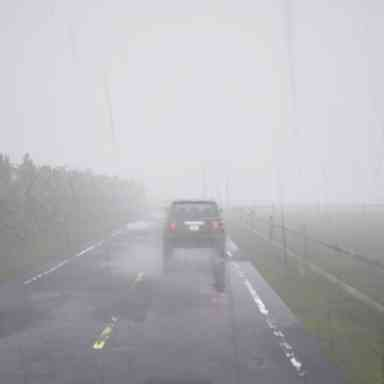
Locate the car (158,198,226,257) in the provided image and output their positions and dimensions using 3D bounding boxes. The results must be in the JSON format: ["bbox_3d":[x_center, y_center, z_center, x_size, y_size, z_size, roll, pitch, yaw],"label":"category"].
[{"bbox_3d":[0.083,1.255,13.303,2.150,2.045,5.566,0,0,0],"label":"car"}]

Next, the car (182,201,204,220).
[{"bbox_3d":[0.086,1.599,30.258,1.812,1.442,4.674,0,0,0],"label":"car"}]

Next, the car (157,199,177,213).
[{"bbox_3d":[-2.847,1.569,38.603,1.882,1.535,5.008,0,0,0],"label":"car"}]
